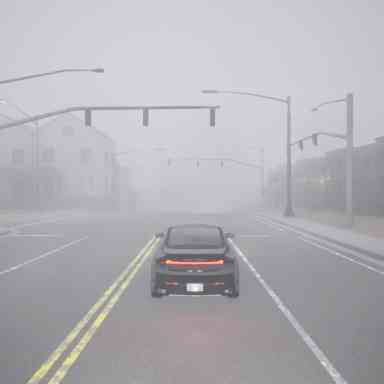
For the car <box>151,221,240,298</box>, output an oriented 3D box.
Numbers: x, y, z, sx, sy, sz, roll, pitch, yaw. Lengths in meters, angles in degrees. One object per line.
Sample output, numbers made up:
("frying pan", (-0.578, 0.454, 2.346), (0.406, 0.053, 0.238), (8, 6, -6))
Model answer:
("car", (0.077, 1.505, 8.528), (1.837, 1.490, 4.892), (0, 0, 1))
